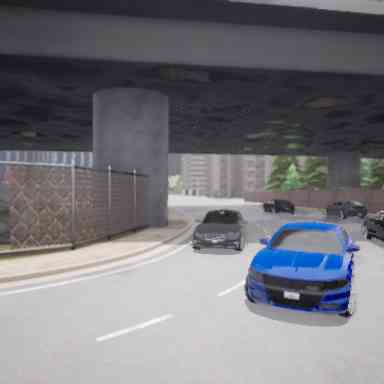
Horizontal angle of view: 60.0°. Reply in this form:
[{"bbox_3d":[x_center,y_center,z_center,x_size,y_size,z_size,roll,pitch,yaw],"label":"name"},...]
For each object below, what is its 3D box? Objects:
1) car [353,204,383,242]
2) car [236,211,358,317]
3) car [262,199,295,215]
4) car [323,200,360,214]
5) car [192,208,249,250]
[{"bbox_3d":[8.699,1.484,13.990,2.128,1.511,4.902,0,0,11],"label":"car"},{"bbox_3d":[2.793,1.475,7.856,1.882,1.535,5.008,1,0,26],"label":"car"},{"bbox_3d":[8.795,1.467,34.233,1.882,1.535,5.008,0,0,-8],"label":"car"},{"bbox_3d":[12.951,1.492,28.370,1.837,1.490,4.892,0,0,-3],"label":"car"},{"bbox_3d":[1.327,1.502,14.108,1.837,1.490,4.892,1,0,12],"label":"car"}]
